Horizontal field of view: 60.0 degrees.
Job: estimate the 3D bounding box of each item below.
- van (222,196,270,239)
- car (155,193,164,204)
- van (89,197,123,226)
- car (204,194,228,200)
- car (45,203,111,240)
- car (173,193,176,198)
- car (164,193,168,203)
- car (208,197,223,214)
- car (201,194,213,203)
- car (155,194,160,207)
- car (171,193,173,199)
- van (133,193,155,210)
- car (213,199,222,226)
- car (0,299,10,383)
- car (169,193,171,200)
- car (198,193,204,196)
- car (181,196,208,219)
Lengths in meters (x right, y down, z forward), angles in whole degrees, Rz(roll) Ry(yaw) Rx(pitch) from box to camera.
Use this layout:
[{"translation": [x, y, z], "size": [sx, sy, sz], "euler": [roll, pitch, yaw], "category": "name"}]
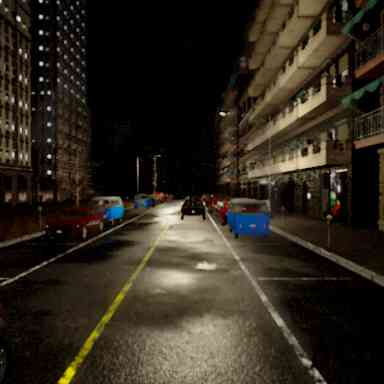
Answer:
[{"translation": [2.680, 1.248, 16.556], "size": [1.690, 1.788, 3.998], "euler": [0, 0, 0], "category": "van"}, {"translation": [-5.705, 1.283, 49.722], "size": [2.008, 1.369, 4.403], "euler": [0, 0, 0], "category": "car"}, {"translation": [-5.701, 1.217, 22.083], "size": [1.690, 1.788, 3.998], "euler": [0, 0, 0], "category": "van"}, {"translation": [2.676, 1.132, 33.139], "size": [2.192, 1.841, 5.009], "euler": [0, 0, 0], "category": "car"}, {"translation": [-5.699, 1.451, 16.557], "size": [1.887, 1.381, 4.507], "euler": [0, 0, 0], "category": "car"}, {"translation": [-5.712, 1.019, 82.887], "size": [1.967, 1.590, 4.097], "euler": [0, 0, 0], "category": "car"}, {"translation": [-5.708, 1.021, 55.248], "size": [2.192, 1.841, 5.009], "euler": [0, 0, 0], "category": "car"}, {"translation": [2.679, 1.397, 27.612], "size": [2.008, 1.369, 4.403], "euler": [0, 0, 0], "category": "car"}, {"translation": [2.672, 1.121, 60.778], "size": [1.967, 1.590, 4.097], "euler": [0, 0, 0], "category": "car"}, {"translation": [-5.704, 1.342, 44.194], "size": [1.802, 1.307, 4.206], "euler": [0, 0, 0], "category": "car"}, {"translation": [-5.709, 1.180, 71.832], "size": [2.008, 1.369, 4.403], "euler": [0, 0, 0], "category": "car"}, {"translation": [-5.705, 1.129, 38.665], "size": [1.690, 1.788, 3.998], "euler": [0, 0, 0], "category": "van"}, {"translation": [2.680, 1.421, 22.085], "size": [1.887, 1.381, 4.507], "euler": [0, 0, 0], "category": "car"}, {"translation": [-3.094, 1.340, 1.823], "size": [2.097, 1.767, 4.553], "euler": [0, 0, 0], "category": "car"}, {"translation": [-5.709, 1.199, 66.304], "size": [1.887, 1.381, 4.507], "euler": [0, 0, 0], "category": "car"}, {"translation": [0.092, 1.249, 44.669], "size": [2.128, 1.511, 4.902], "euler": [0, 0, 0], "category": "car"}, {"translation": [0.094, 1.327, 27.110], "size": [1.882, 1.535, 5.008], "euler": [0, 0, 0], "category": "car"}]
